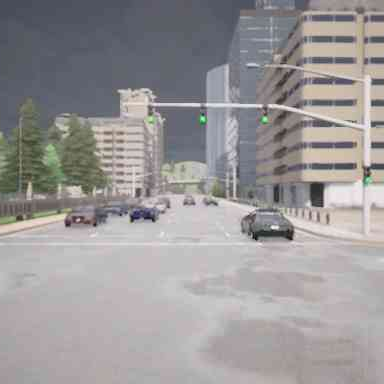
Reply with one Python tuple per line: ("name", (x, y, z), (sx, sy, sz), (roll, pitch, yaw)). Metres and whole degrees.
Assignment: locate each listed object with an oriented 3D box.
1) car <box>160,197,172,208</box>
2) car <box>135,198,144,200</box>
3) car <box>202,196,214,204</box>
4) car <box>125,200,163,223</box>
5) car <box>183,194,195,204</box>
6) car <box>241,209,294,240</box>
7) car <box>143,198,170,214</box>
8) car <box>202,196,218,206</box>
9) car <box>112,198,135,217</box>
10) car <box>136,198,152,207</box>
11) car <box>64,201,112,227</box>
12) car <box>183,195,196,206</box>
("car", (-3.789, 1.465, 44.890), (1.837, 1.490, 4.892), (0, 0, -1))
("car", (-7.271, 1.435, 41.408), (1.882, 1.535, 5.008), (0, 0, 0))
("car", (2.940, 1.505, 62.686), (2.033, 1.411, 5.357), (0, 0, -1))
("car", (-3.578, 1.576, 25.629), (1.895, 1.301, 4.718), (0, 0, -1))
("car", (-0.559, 1.304, 62.601), (2.097, 1.767, 4.553), (0, 0, -1))
("car", (3.724, 1.557, 17.004), (1.994, 1.385, 4.181), (0, 0, -1))
("car", (-3.704, 1.569, 34.793), (1.895, 1.301, 4.718), (0, 0, -1))
("car", (3.086, 1.566, 53.339), (1.895, 1.301, 4.718), (0, 0, -1))
("car", (-7.167, 1.513, 31.676), (2.033, 1.411, 5.357), (0, 0, -1))
("car", (-7.385, 1.551, 51.395), (1.895, 1.301, 4.718), (0, 0, -1))
("car", (-7.030, 1.536, 22.435), (1.994, 1.385, 4.181), (0, 0, -1))
("car", (-0.429, 1.523, 54.262), (1.994, 1.385, 4.181), (0, 0, -1))
